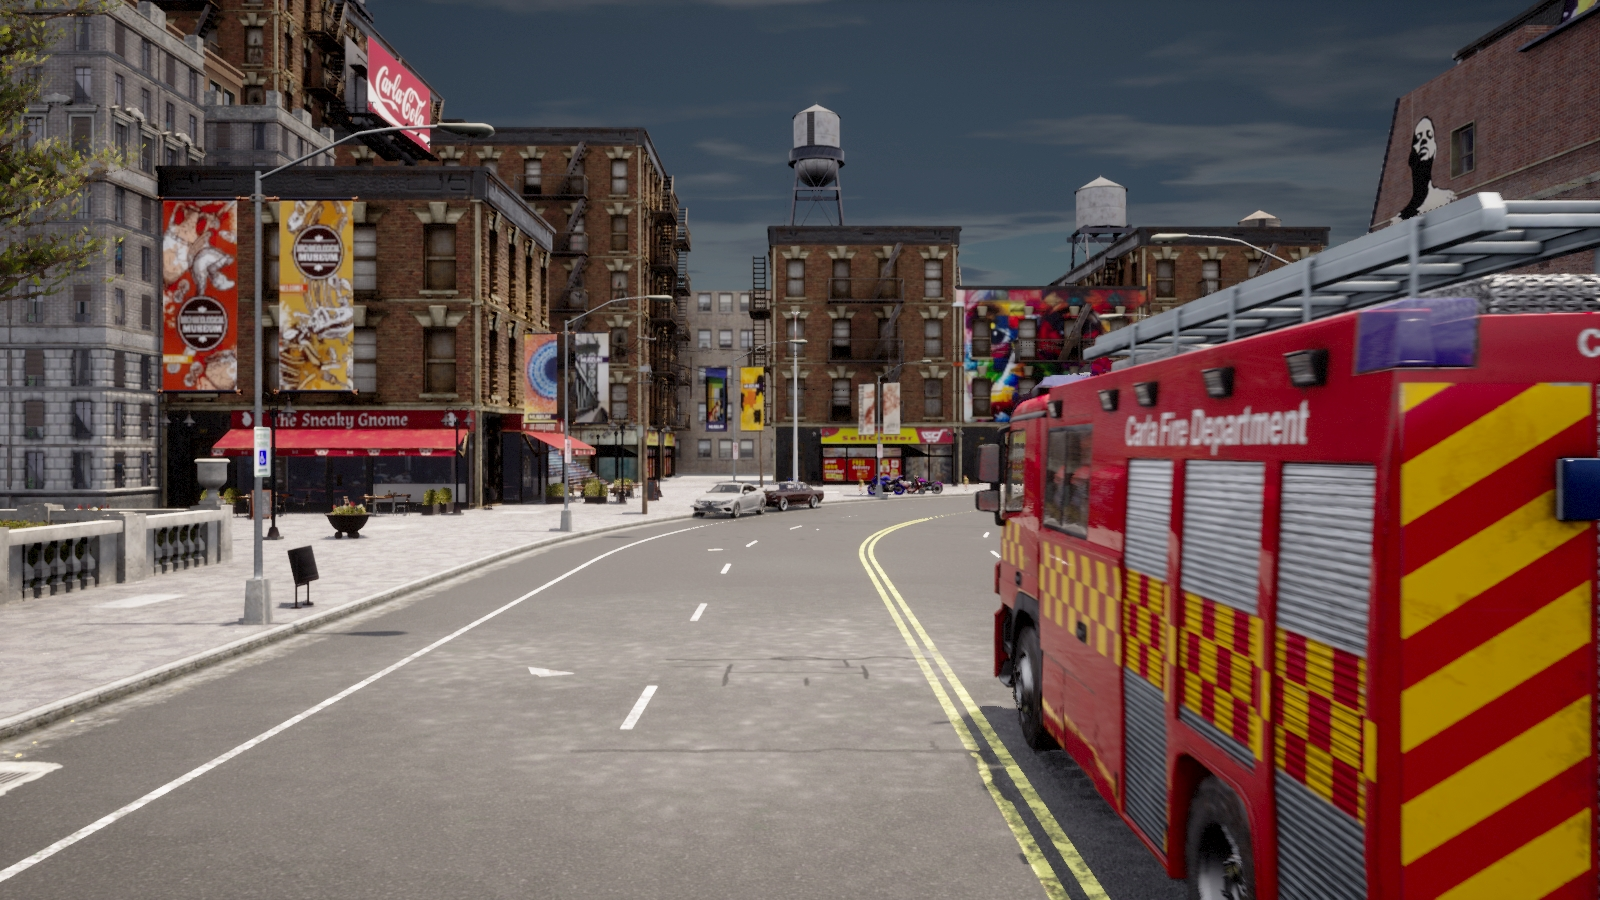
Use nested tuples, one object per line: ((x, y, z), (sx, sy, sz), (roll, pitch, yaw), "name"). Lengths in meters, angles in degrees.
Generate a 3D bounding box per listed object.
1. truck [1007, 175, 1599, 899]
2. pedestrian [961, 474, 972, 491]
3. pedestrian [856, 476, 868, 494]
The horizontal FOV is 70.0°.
((3.747, 0.894, 8.478), (2.891, 3.827, 8.468), (0, 0, 0), "truck")
((10.742, 2.105, 73.868), (0.500, 1.100, 0.500), (0, 0, -33), "pedestrian")
((3.738, 2.103, 68.987), (0.500, 1.100, 0.500), (0, 0, -38), "pedestrian")
